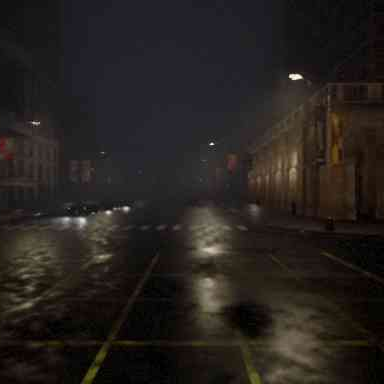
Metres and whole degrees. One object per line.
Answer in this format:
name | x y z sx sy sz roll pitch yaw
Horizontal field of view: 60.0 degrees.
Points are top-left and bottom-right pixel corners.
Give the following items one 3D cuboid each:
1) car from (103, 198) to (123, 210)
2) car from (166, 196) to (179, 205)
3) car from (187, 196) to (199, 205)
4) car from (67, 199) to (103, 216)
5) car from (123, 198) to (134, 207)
car | -10.537 1.453 41.868 1.882 1.535 5.008 0 0 1
car | -3.334 1.459 56.774 2.128 1.511 4.902 0 0 1
car | 0.166 1.459 56.740 2.128 1.511 4.902 0 0 1
car | -10.598 1.582 32.784 1.895 1.301 4.718 0 0 0
car | -10.381 1.571 52.150 1.895 1.301 4.718 0 0 1
